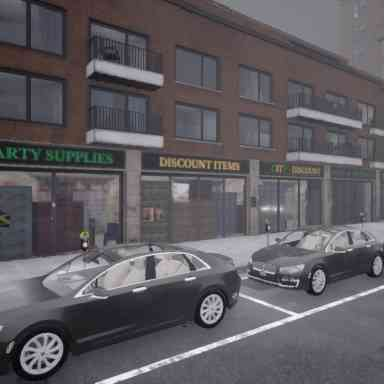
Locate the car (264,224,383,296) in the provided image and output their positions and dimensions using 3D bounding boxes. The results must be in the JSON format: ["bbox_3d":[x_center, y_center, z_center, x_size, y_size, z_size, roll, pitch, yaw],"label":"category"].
[{"bbox_3d":[3.335,1.551,8.565,4.403,1.369,2.008,0,0,-35],"label":"car"}]

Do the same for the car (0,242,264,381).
[{"bbox_3d":[-1.158,1.551,5.362,4.403,1.369,2.008,0,0,-35],"label":"car"}]
